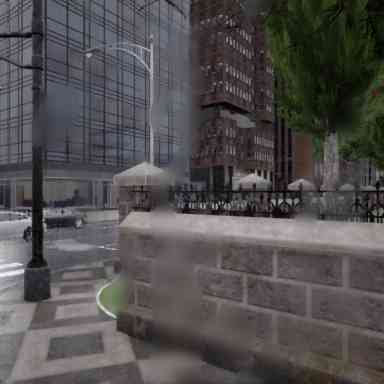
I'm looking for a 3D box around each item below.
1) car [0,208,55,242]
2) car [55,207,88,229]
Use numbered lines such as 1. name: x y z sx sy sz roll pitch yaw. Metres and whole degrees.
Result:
1. car: -8.932 1.575 14.935 1.812 1.442 4.674 0 0 36
2. car: -8.425 1.632 20.205 2.008 1.369 4.403 0 -1 36
